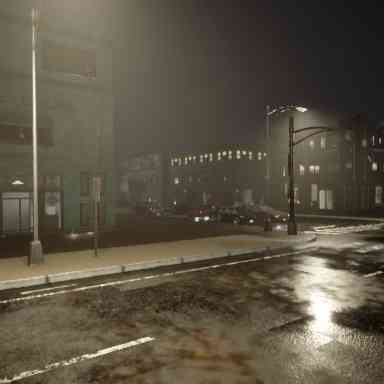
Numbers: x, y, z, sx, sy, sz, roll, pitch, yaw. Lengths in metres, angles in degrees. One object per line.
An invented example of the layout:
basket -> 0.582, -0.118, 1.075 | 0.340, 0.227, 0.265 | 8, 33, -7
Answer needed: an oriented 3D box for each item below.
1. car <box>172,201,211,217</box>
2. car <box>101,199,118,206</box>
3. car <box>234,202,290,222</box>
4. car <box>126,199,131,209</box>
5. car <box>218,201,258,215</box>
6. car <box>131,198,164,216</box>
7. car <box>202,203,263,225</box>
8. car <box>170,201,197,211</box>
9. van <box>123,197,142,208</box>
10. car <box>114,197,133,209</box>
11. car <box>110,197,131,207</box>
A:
car -> -0.295, 1.895, 35.756 | 1.994, 1.385, 4.181 | -1, 0, -37
car -> -17.270, 2.226, 69.596 | 1.887, 1.381, 4.507 | -1, 0, -35
car -> 5.514, 1.764, 27.614 | 2.033, 1.411, 5.357 | -1, 0, -36
car -> -6.392, 1.997, 44.358 | 2.033, 1.411, 5.357 | -1, 0, -35
car -> 5.197, 1.809, 38.030 | 2.008, 1.369, 4.403 | -2, 0, -35
car -> -4.842, 1.845, 37.678 | 1.967, 1.590, 4.097 | -1, 0, -35
car -> 3.108, 1.814, 26.302 | 1.947, 1.339, 4.313 | -2, 0, -35
car -> -1.221, 1.965, 47.049 | 1.802, 1.307, 4.206 | -2, 0, -35
van -> -10.856, 1.906, 60.577 | 1.690, 1.788, 3.998 | -1, 0, -35
car -> -11.362, 2.087, 56.846 | 1.812, 1.442, 4.674 | -1, 0, -35
car -> -14.066, 1.939, 65.087 | 2.192, 1.841, 5.009 | -1, 0, -35
